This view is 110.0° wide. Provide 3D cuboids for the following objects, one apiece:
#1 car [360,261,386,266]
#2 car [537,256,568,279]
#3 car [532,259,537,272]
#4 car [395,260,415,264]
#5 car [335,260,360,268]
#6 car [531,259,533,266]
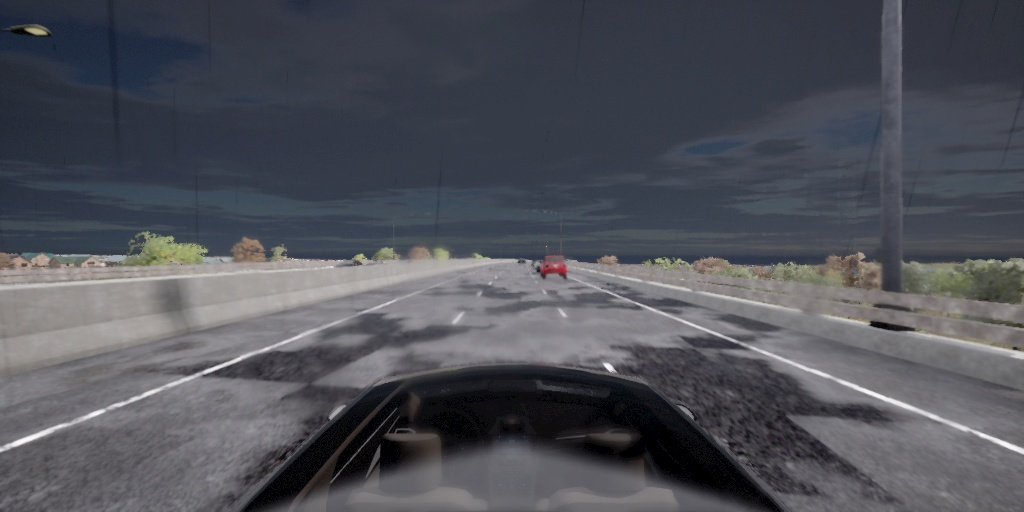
[{"bbox_3d":[-17.041,1.317,45.358,1.994,1.385,4.181,0,0,2],"label":"car"},{"bbox_3d":[3.746,0.988,32.762,2.150,2.045,5.566,0,0,1],"label":"car"},{"bbox_3d":[3.967,1.290,43.683,2.163,1.488,4.792,0,0,1],"label":"car"},{"bbox_3d":[-13.542,1.237,45.349,1.882,1.535,5.008,0,0,2],"label":"car"},{"bbox_3d":[-20.539,1.250,45.472,1.837,1.490,4.892,0,0,2],"label":"car"},{"bbox_3d":[4.256,1.345,54.572,1.812,1.442,4.674,0,0,2],"label":"car"}]
